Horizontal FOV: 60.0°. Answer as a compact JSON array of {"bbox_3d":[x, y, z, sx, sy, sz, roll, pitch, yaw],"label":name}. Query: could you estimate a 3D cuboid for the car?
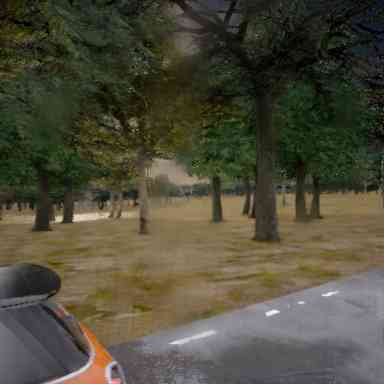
[{"bbox_3d":[-2.591,1.356,1.584,4.553,1.767,2.097,0,0,-36],"label":"car"}]
